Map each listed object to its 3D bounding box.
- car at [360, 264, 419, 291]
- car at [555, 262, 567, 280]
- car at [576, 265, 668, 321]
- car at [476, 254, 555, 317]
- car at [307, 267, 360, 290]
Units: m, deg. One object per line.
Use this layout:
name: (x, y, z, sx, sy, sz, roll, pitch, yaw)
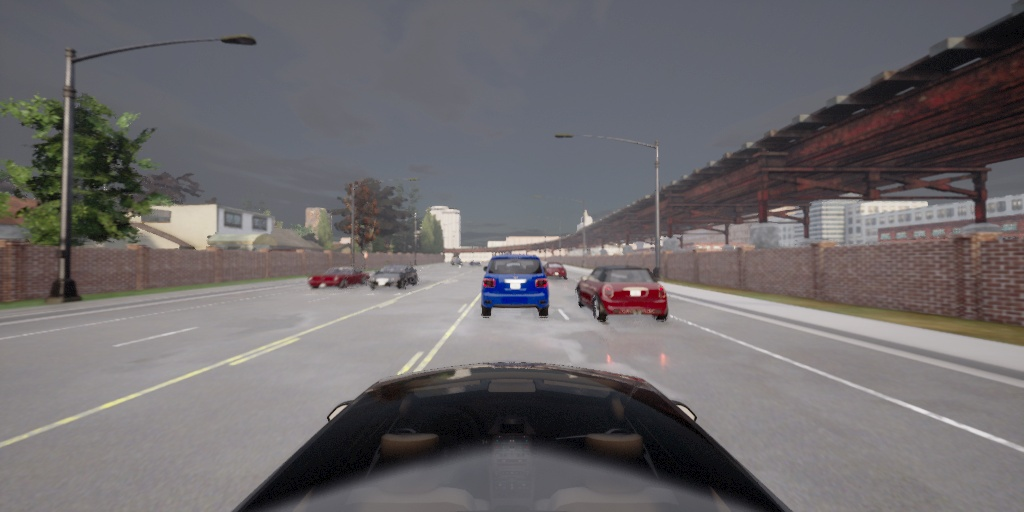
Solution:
car: (-7.097, 1.236, 22.013, 2.128, 1.511, 4.902, 0, 0, 0)
car: (3.603, 1.267, 31.118, 1.812, 1.442, 4.674, 0, 0, 0)
car: (3.600, 1.099, 12.565, 2.097, 1.767, 4.553, 0, 0, 0)
car: (0.100, 0.969, 13.198, 2.150, 2.045, 5.566, 0, 0, 0)
car: (-10.599, 1.345, 22.289, 1.895, 1.301, 4.718, 0, 0, 0)
